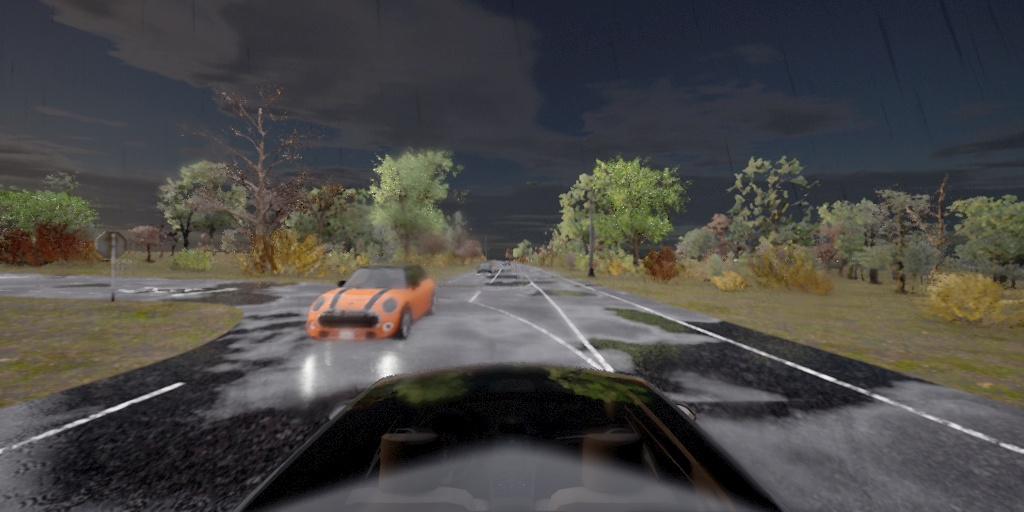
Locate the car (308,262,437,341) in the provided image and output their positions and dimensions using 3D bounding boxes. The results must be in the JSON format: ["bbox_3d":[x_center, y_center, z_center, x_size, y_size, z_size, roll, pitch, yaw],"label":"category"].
[{"bbox_3d":[-3.486,1.020,9.822,2.097,1.767,4.553,1,2,0],"label":"car"}]

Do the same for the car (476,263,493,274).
[{"bbox_3d":[-3.630,1.652,48.024,1.837,1.490,4.892,0,0,-1],"label":"car"}]
